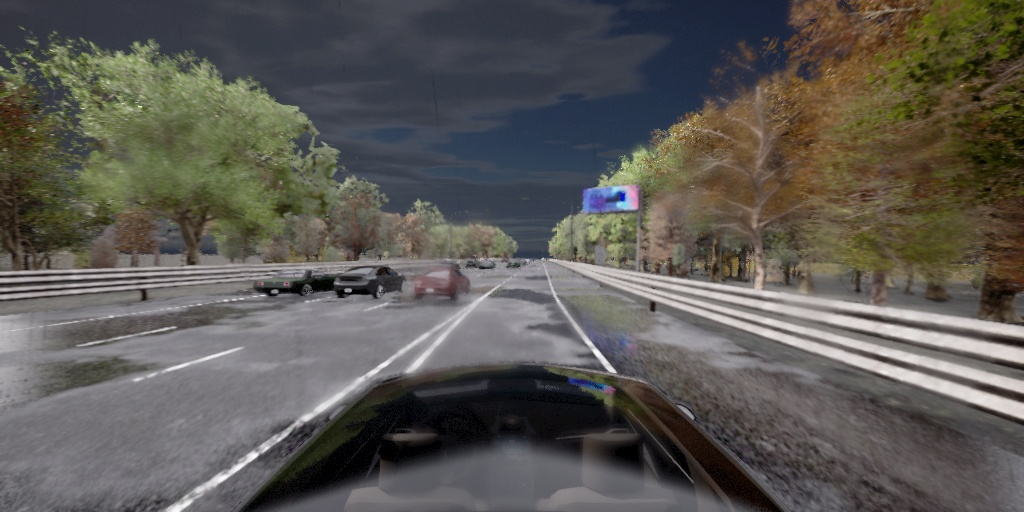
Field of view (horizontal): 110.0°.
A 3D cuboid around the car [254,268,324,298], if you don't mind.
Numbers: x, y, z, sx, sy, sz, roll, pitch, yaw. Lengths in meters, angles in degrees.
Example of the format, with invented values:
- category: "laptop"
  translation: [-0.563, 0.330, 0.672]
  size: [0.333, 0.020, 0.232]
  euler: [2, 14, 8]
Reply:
- category: "car"
  translation: [-10.174, 1.276, 17.869]
  size: [1.895, 1.301, 4.718]
  euler: [1, 0, 5]

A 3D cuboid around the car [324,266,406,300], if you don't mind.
- category: "car"
  translation: [-6.691, 1.213, 17.496]
  size: [1.837, 1.490, 4.892]
  euler: [1, 0, 5]

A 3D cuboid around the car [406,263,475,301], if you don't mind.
- category: "car"
  translation: [-3.214, 1.264, 17.157]
  size: [1.812, 1.442, 4.674]
  euler: [0, 0, 5]

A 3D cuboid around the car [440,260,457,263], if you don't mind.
- category: "car"
  translation: [-7.921, 1.214, 45.424]
  size: [2.128, 1.511, 4.902]
  euler: [1, 0, 5]

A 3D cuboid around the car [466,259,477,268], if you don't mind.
- category: "car"
  translation: [-6.616, 1.258, 61.370]
  size: [1.837, 1.490, 4.892]
  euler: [1, 0, 5]

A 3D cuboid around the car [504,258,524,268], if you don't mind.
- category: "car"
  translation: [0.346, 1.165, 60.678]
  size: [2.097, 1.767, 4.553]
  euler: [1, 0, 5]

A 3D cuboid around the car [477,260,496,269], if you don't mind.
- category: "car"
  translation: [-3.625, 1.334, 55.068]
  size: [1.994, 1.385, 4.181]
  euler: [1, 0, 5]
